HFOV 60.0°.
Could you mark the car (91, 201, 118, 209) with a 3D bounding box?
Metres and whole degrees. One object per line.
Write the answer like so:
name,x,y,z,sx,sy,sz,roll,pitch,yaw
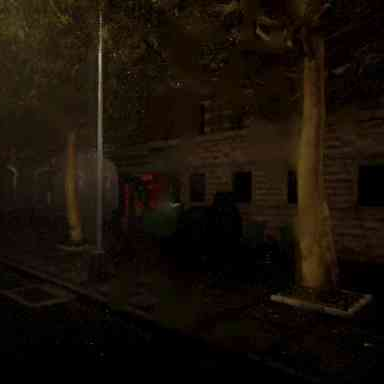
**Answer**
car,-13.134,1.984,51.589,1.895,1.301,4.718,0,-1,42
